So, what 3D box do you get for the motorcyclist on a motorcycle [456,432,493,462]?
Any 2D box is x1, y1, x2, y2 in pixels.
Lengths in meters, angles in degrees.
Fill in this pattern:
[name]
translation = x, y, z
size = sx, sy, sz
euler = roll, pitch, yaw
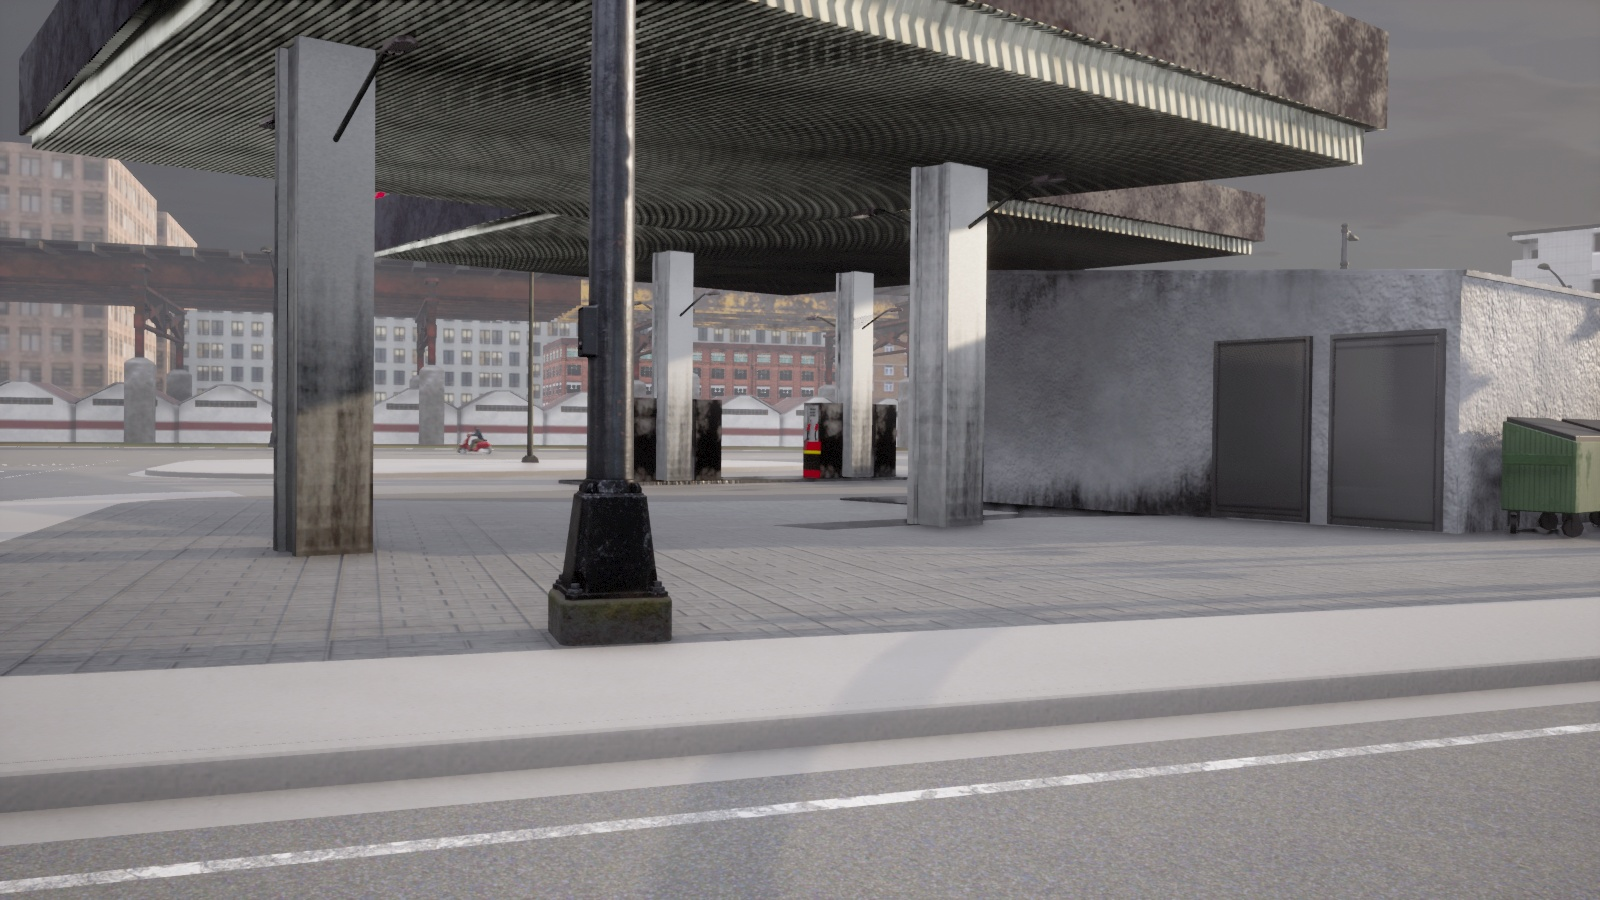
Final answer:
[motorcyclist on a motorcycle]
translation = -17.430, -0.153, 67.165
size = 1.817, 1.590, 0.866
euler = -1, 1, -19
